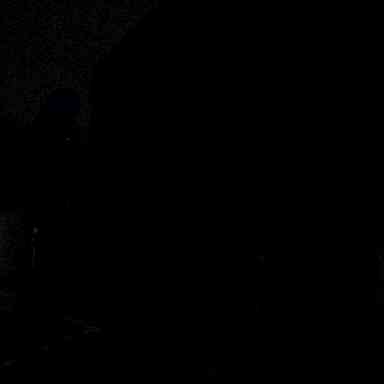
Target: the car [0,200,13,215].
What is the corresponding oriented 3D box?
[{"bbox_3d":[-19.103,1.406,30.717,1.812,1.442,4.674,1,2,34],"label":"car"}]
